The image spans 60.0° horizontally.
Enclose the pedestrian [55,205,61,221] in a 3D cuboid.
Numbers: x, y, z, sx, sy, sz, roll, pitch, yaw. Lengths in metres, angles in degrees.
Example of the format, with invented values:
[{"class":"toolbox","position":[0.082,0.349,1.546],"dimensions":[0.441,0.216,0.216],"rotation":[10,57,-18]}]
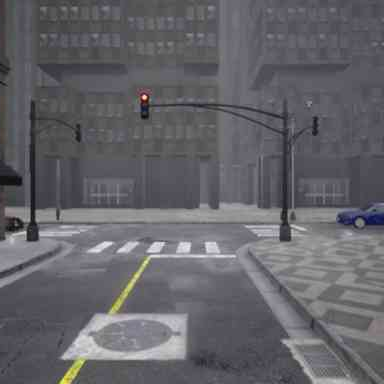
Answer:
[{"class":"pedestrian","position":[-9.819,1.531,24.377],"dimensions":[0.500,1.100,0.500],"rotation":[0,0,1]}]

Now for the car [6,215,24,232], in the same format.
[{"class":"car","position":[-11.394,1.575,17.979],"dimensions":[4.181,1.385,1.994],"rotation":[0,0,5]}]

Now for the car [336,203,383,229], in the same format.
[{"class":"car","position":[11.810,1.457,21.085],"dimensions":[5.008,1.535,1.882],"rotation":[0,0,1]}]
